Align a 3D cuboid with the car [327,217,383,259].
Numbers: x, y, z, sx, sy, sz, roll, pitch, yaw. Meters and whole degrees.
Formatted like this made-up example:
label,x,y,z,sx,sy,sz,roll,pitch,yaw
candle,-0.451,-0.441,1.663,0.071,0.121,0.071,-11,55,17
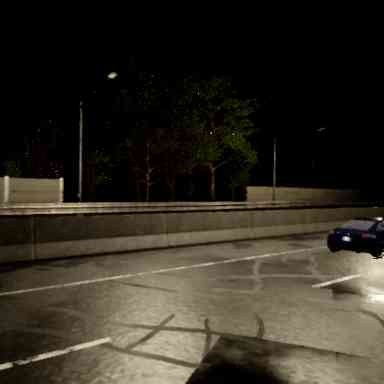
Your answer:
label,x,y,z,sx,sy,sz,roll,pitch,yaw
car,7.321,1.709,13.357,4.181,1.385,1.994,1,0,-35
